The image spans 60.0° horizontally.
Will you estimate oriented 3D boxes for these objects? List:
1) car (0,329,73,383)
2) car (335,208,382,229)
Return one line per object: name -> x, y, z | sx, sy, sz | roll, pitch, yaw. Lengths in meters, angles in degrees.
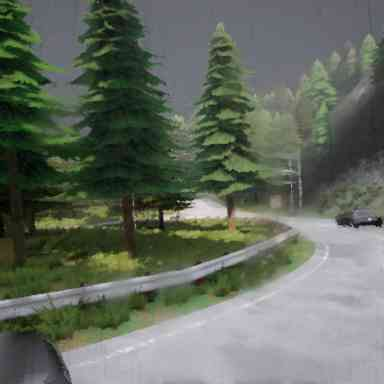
car -> -3.153, 1.559, 1.277 | 5.357, 1.411, 2.033 | 0, 0, -33
car -> 12.436, 1.941, 25.164 | 1.994, 1.385, 4.181 | -4, -2, 1
